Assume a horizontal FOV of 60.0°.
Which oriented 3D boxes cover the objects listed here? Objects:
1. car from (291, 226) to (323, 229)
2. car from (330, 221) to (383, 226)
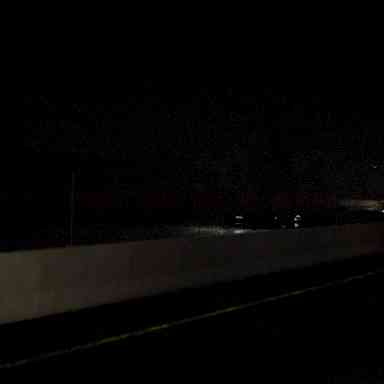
[{"bbox_3d":[7.605,1.646,22.398,4.553,1.767,2.097,1,-1,-36],"label":"car"},{"bbox_3d":[10.241,1.810,19.980,4.892,1.490,1.837,1,0,-36],"label":"car"}]
